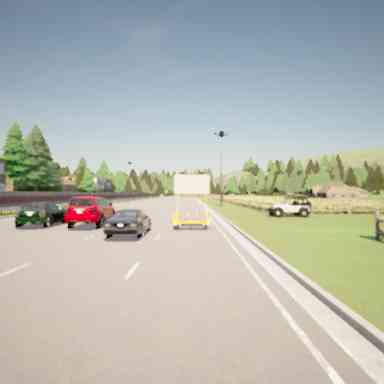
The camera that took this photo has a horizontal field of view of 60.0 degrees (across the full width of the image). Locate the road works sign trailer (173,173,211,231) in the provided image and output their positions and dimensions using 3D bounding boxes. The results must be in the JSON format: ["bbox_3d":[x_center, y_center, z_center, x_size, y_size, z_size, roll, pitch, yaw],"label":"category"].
[{"bbox_3d":[-0.007,0.570,21.345,2.380,3.560,2.880,0,0,0],"label":"road works sign trailer"}]

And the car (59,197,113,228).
[{"bbox_3d":[-6.907,1.335,23.073,2.150,2.045,5.566,0,0,0],"label":"car"}]

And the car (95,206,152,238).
[{"bbox_3d":[-3.408,1.638,18.298,2.033,1.411,5.357,0,0,0],"label":"car"}]

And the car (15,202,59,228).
[{"bbox_3d":[-10.409,1.468,23.441,2.097,1.767,4.553,0,0,0],"label":"car"}]

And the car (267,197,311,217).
[{"bbox_3d":[8.911,1.363,30.348,3.866,1.878,1.905,0,0,0],"label":"car"}]
